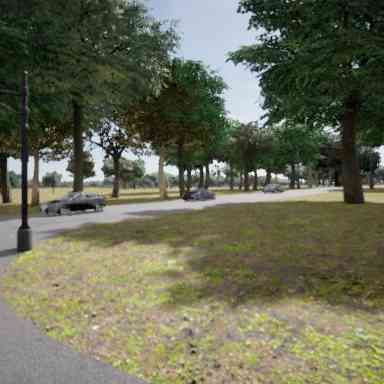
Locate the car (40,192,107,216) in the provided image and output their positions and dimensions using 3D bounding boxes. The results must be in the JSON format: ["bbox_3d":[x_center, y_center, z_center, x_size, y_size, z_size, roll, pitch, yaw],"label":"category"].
[{"bbox_3d":[-8.390,0.812,23.873,2.128,1.511,4.902,-1,2,34],"label":"car"}]

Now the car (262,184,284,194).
[{"bbox_3d":[12.445,-0.499,51.210,2.128,1.511,4.902,0,2,38],"label":"car"}]

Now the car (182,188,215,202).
[{"bbox_3d":[0.746,0.286,36.098,1.994,1.385,4.181,0,2,38],"label":"car"}]
